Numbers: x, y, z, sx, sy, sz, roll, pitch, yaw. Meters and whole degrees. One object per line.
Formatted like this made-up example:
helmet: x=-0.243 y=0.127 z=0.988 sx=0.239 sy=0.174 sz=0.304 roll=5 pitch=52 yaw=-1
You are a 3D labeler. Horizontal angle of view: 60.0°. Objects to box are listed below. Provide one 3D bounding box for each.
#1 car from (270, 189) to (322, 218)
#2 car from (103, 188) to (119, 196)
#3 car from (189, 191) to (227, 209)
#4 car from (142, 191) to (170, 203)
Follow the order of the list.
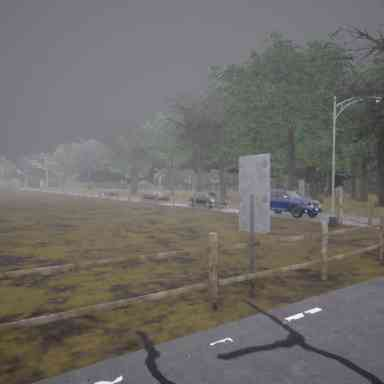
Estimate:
car: x=7.429 y=0.839 z=26.294 sx=2.150 sy=2.045 sz=5.566 roll=0 pitch=1 yaw=-35
car: x=-15.539 y=0.087 z=63.682 sx=1.837 sy=1.490 sz=4.892 roll=0 pitch=1 yaw=-35
car: x=1.619 y=0.733 z=34.467 sx=2.097 sy=1.767 sz=4.553 roll=0 pitch=1 yaw=-34
car: x=-4.703 y=0.600 z=43.372 sx=1.882 sy=1.535 sz=5.008 roll=0 pitch=1 yaw=-35
